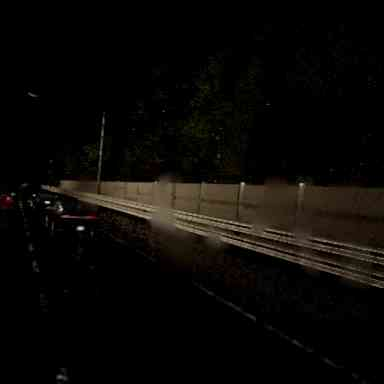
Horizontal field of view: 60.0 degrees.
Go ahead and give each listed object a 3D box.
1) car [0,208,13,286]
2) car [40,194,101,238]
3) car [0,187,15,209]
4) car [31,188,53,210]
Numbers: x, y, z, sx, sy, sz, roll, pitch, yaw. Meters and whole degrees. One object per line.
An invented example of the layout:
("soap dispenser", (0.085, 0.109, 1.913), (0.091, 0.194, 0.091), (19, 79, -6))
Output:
("car", (-5.107, 1.226, 7.228), (1.895, 1.301, 4.718), (5, 0, -28))
("car", (-5.486, 1.129, 15.176), (2.128, 1.511, 4.902), (5, 0, -28))
("car", (-13.340, 0.397, 22.740), (2.097, 1.767, 4.553), (5, 0, -28))
("car", (-12.360, 0.719, 28.091), (1.994, 1.385, 4.181), (5, 0, -28))
